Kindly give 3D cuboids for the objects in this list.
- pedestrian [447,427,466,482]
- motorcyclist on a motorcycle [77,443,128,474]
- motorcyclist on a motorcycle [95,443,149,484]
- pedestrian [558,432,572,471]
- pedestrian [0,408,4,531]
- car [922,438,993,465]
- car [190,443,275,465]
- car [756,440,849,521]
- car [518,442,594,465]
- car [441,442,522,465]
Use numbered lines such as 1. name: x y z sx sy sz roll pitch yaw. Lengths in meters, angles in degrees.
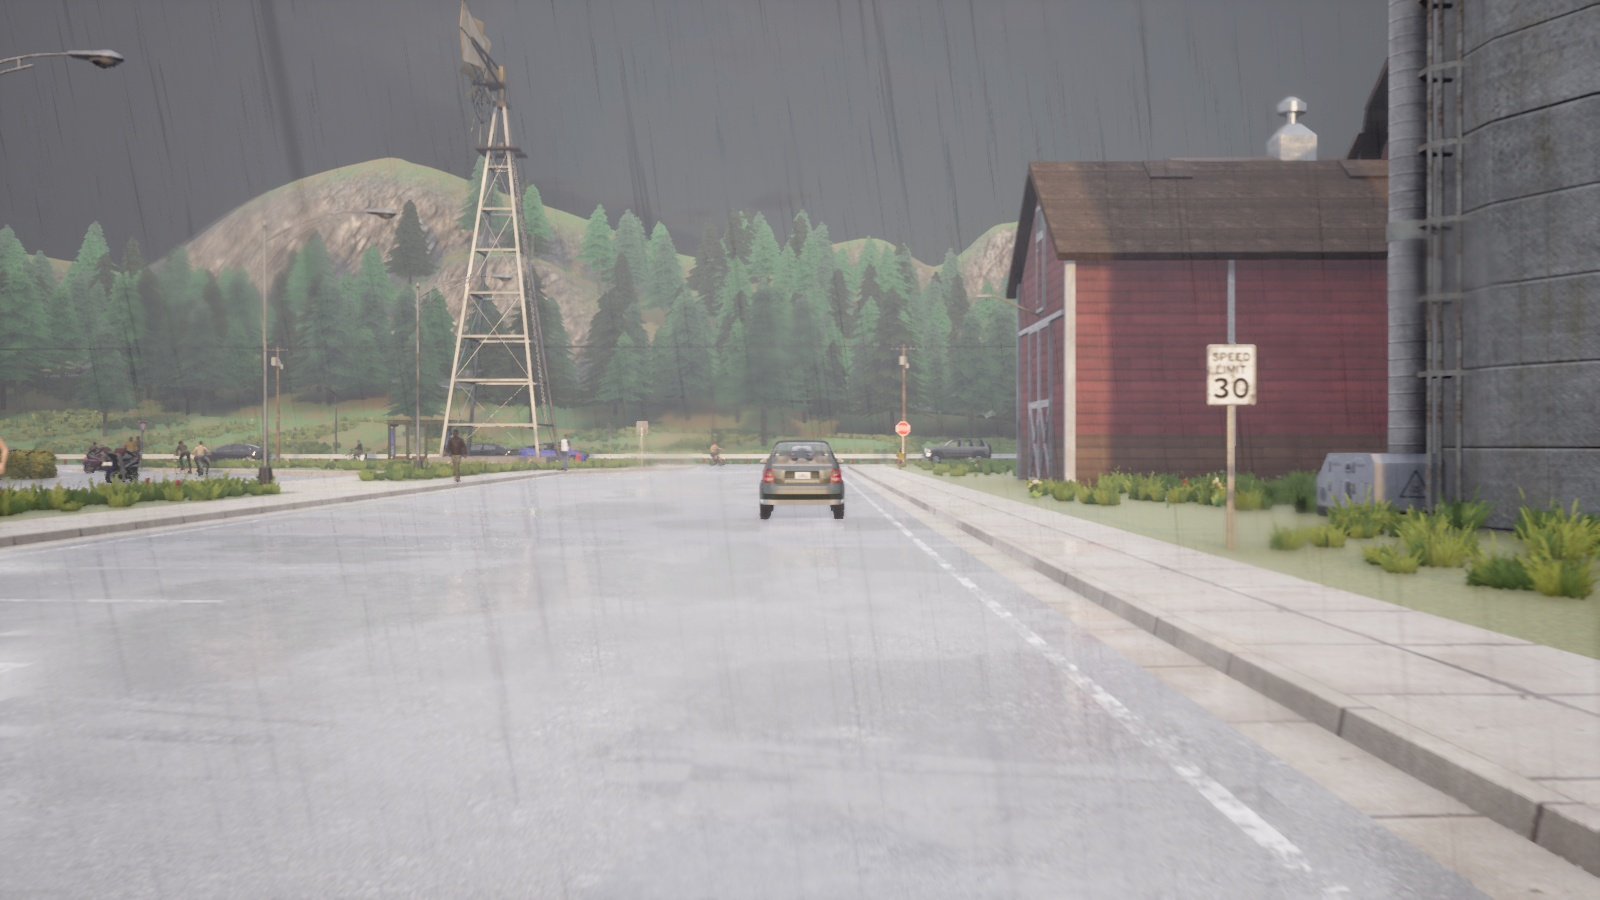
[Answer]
1. pedestrian: -11.622 0.154 42.467 0.431 1.840 0.703 0 0 0
2. motorcyclist on a motorcycle: -34.825 0.401 62.726 2.191 1.530 0.866 0 0 11
3. motorcyclist on a motorcycle: -25.788 0.492 47.790 0.866 1.530 2.191 0 0 1
4. pedestrian: -11.206 0.056 59.908 0.354 1.836 0.706 0 0 20
5. pedestrian: -12.049 0.289 18.437 0.345 1.836 0.594 0 0 -2
6. car: 10.595 0.094 84.616 4.605 1.855 1.932 0 0 1
7. car: -38.554 0.240 85.393 4.892 1.490 1.837 0 0 -3
8. car: 0.051 0.579 25.914 1.789 1.549 3.705 0 0 0
9. car: -15.849 0.221 81.626 4.514 1.525 2.007 0 0 1
10. car: -21.591 0.227 85.237 5.008 1.535 1.882 0 0 1
